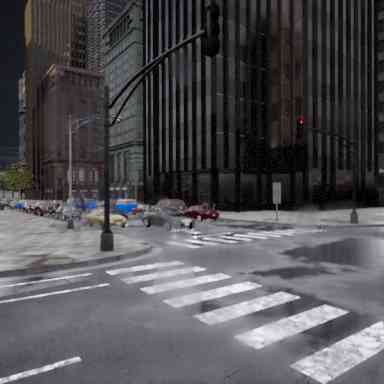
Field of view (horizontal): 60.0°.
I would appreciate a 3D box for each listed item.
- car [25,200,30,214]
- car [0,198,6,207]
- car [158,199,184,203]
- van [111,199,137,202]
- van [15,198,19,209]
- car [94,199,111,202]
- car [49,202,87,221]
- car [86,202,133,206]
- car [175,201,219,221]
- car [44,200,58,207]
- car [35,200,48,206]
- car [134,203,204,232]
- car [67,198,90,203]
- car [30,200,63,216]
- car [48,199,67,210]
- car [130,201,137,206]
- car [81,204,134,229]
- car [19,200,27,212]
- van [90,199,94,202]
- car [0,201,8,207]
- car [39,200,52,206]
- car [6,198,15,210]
[{"bbox_3d":[-20.569,2.192,44.402,1.887,1.381,4.507,-1,0,-35],"label":"car"},{"bbox_3d":[-41.331,2.663,73.633,1.887,1.381,4.507,-1,0,-35],"label":"car"},{"bbox_3d":[-2.410,1.661,33.566,2.192,1.841,5.009,-1,0,-35],"label":"car"},{"bbox_3d":[-8.292,1.825,41.867,1.690,1.788,3.998,-1,0,-35],"label":"van"},{"bbox_3d":[-26.232,2.119,52.368,1.690,1.788,3.998,-1,0,-35],"label":"van"},{"bbox_3d":[-11.233,1.867,46.018,2.192,1.841,5.009,-1,0,-35],"label":"car"},{"bbox_3d":[-12.081,2.000,32.452,2.008,1.369,4.403,-1,0,-35],"label":"car"},{"bbox_3d":[-7.809,1.935,31.055,2.033,1.411,5.357,0,-1,-36],"label":"car"},{"bbox_3d":[0.536,1.821,29.415,1.887,1.381,4.507,-1,0,-35],"label":"car"},{"bbox_3d":[-31.773,2.587,74.899,1.947,1.339,4.313,-1,0,-35],"label":"car"},{"bbox_3d":[-37.798,2.702,83.382,2.008,1.369,4.403,-1,0,-35],"label":"car"},{"bbox_3d":[-1.686,1.735,22.376,2.128,1.511,4.902,0,-1,-34],"label":"car"},{"bbox_3d":[-17.950,1.891,50.851,2.150,2.045,5.566,0,-1,-35],"label":"car"},{"bbox_3d":[-17.745,1.897,40.419,2.192,1.841,5.009,-1,0,-35],"label":"car"},{"bbox_3d":[-24.110,2.164,59.534,2.097,1.767,4.553,0,-1,-35],"label":"car"},{"bbox_3d":[-5.345,1.997,37.716,1.802,1.307,4.206,-1,0,-35],"label":"car"},{"bbox_3d":[-6.324,1.839,24.347,1.752,1.417,4.829,-1,0,-35],"label":"car"},{"bbox_3d":[-23.400,2.153,48.385,1.967,1.590,4.097,-1,0,-35],"label":"car"},{"bbox_3d":[-17.115,2.030,54.319,1.690,1.788,3.998,-1,0,-35],"label":"van"},{"bbox_3d":[-44.444,2.767,78.017,1.802,1.307,4.206,-1,0,-35],"label":"car"},{"bbox_3d":[-34.786,2.653,79.141,1.947,1.339,4.313,-1,0,-35],"label":"car"},{"bbox_3d":[-31.991,2.350,60.480,1.967,1.590,4.097,-1,0,-35],"label":"car"}]
